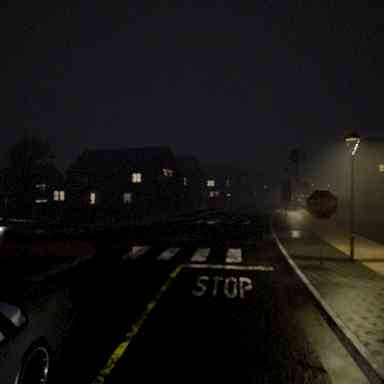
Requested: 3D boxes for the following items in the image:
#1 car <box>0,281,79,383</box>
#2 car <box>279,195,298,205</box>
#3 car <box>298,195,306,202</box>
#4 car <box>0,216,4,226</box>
[{"bbox_3d":[-2.642,1.558,2.247,2.033,1.411,5.357,0,0,5],"label":"car"},{"bbox_3d":[17.248,1.564,60.049,1.895,1.301,4.718,0,0,29],"label":"car"},{"bbox_3d":[22.322,1.329,68.964,2.128,1.511,4.902,0,0,33],"label":"car"},{"bbox_3d":[-17.225,2.041,27.011,5.357,1.411,2.033,-2,-2,39],"label":"car"}]
